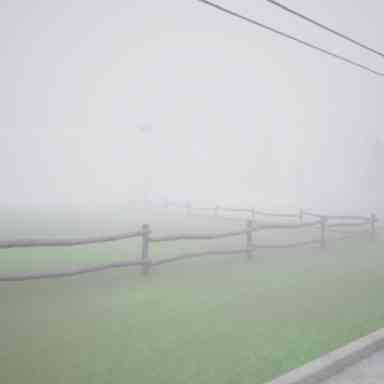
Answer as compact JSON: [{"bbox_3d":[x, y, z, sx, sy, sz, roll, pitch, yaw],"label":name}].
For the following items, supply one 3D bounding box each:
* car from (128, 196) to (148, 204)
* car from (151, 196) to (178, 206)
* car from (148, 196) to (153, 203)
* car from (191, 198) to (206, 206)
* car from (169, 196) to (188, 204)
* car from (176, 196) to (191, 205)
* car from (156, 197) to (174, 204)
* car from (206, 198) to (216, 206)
[{"bbox_3d":[-11.669,1.637,69.324,2.097,1.767,4.553,1,0,-35],"label":"car"},{"bbox_3d":[-5.046,1.933,59.984,1.895,1.301,4.718,1,0,-35],"label":"car"},{"bbox_3d":[-8.808,1.672,71.340,2.097,1.767,4.553,1,0,-35],"label":"car"},{"bbox_3d":[-0.096,1.885,65.052,1.882,1.535,5.008,1,0,-35],"label":"car"},{"bbox_3d":[-3.086,1.744,75.372,2.097,1.767,4.553,1,0,-35],"label":"car"},{"bbox_3d":[-2.955,1.847,63.033,1.882,1.535,5.008,1,0,-35],"label":"car"},{"bbox_3d":[-5.966,1.851,73.379,1.837,1.490,4.892,1,0,-35],"label":"car"},{"bbox_3d":[2.812,1.937,67.000,2.128,1.511,4.902,1,0,-35],"label":"car"}]
